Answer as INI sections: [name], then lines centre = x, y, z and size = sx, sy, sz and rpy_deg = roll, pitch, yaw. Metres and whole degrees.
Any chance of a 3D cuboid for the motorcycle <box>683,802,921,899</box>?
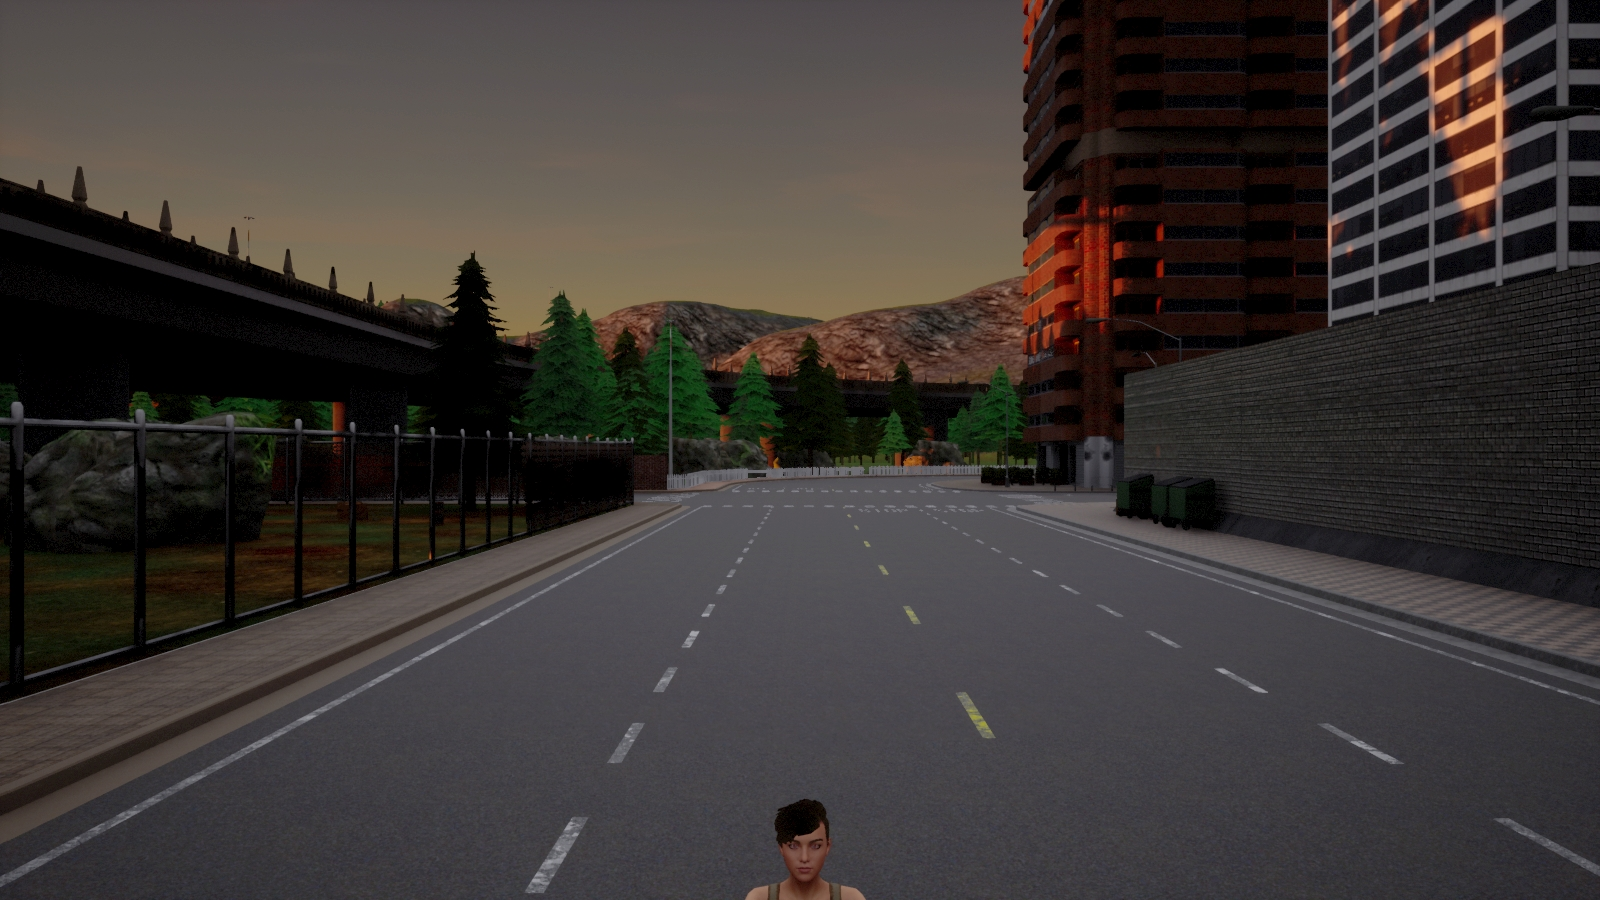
[motorcycle]
centre = 0.006, 2.099, 3.507
size = 0.764, 1.307, 2.356
rpy_deg = 0, 0, 0
